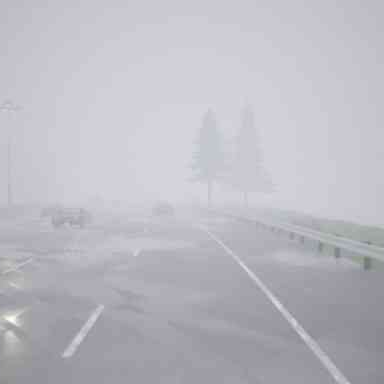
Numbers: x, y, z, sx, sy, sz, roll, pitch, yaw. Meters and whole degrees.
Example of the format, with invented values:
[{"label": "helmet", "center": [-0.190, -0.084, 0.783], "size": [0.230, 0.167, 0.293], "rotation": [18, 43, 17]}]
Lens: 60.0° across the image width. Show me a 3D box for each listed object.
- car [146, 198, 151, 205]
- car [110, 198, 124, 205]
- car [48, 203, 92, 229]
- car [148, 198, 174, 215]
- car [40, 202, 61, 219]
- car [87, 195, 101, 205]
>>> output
[{"label": "car", "center": [-7.580, 1.730, 62.665], "size": [1.895, 1.301, 4.718], "rotation": [-1, 0, -11]}, {"label": "car", "center": [-14.233, 1.774, 62.728], "size": [2.033, 1.411, 5.357], "rotation": [-1, 0, -24]}, {"label": "car", "center": [-8.152, 1.727, 23.044], "size": [1.895, 1.301, 4.718], "rotation": [-1, 0, -8]}, {"label": "car", "center": [-3.140, 1.620, 35.045], "size": [1.994, 1.385, 4.181], "rotation": [-1, 0, -12]}, {"label": "car", "center": [-13.283, 1.729, 32.089], "size": [1.812, 1.442, 4.674], "rotation": [0, 0, -11]}, {"label": "car", "center": [-18.755, 1.515, 63.394], "size": [2.150, 2.045, 5.566], "rotation": [0, 0, -22]}]
